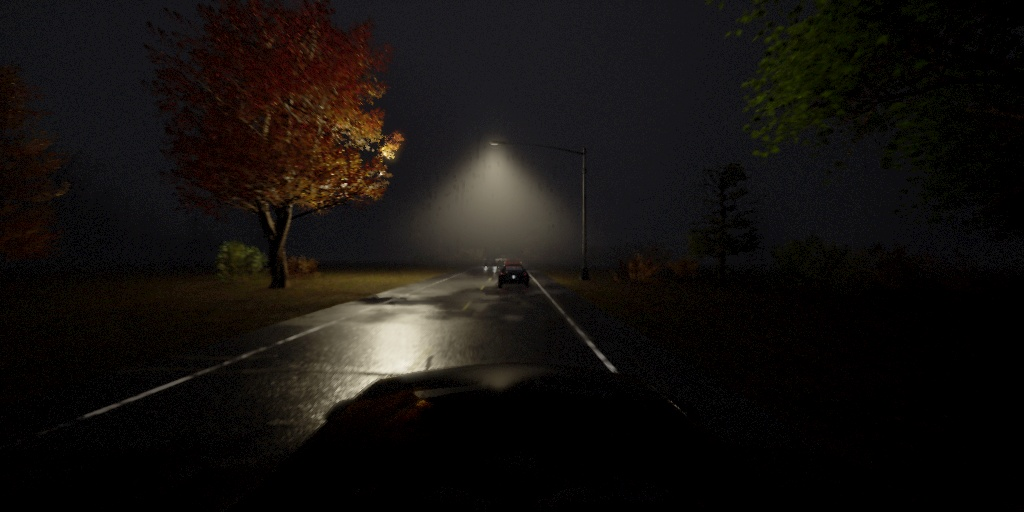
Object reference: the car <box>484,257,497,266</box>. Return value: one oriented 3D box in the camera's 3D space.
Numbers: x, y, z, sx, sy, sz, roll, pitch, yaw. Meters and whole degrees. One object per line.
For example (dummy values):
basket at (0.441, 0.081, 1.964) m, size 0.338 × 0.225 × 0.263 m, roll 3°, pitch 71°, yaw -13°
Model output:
car at (-3.510, 0.961, 59.804) m, size 1.812 × 1.442 × 4.674 m, roll 0°, pitch 0°, yaw 0°

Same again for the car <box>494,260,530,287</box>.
car at (0.103, 1.198, 23.444) m, size 1.994 × 1.385 × 4.181 m, roll 0°, pitch 0°, yaw 0°

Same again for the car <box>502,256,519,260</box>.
car at (0.106, 1.024, 39.772) m, size 1.882 × 1.535 × 5.008 m, roll 0°, pitch 0°, yaw 0°
